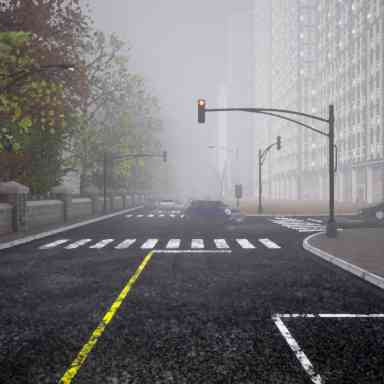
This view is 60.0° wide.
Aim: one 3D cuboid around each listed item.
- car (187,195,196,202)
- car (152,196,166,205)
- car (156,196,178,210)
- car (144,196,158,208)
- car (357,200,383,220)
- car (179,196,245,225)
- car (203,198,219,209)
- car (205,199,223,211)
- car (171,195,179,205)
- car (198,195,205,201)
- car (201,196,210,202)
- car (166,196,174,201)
[{"bbox_3d":[-0.069,1.482,78.830,2.033,1.411,5.357,0,0,0],"label":"car"},{"bbox_3d":[-5.740,1.478,58.436,1.967,1.590,4.097,0,0,0],"label":"car"},{"bbox_3d":[-3.139,1.548,42.415,1.812,1.442,4.674,0,0,0],"label":"car"},{"bbox_3d":[-5.731,1.608,47.171,1.802,1.307,4.206,0,0,0],"label":"car"},{"bbox_3d":[14.932,1.239,24.769,4.892,1.490,1.837,-1,0,0],"label":"car"},{"bbox_3d":[1.614,1.355,24.319,4.553,1.767,2.097,0,0,44],"label":"car"},{"bbox_3d":[2.649,1.592,47.178,1.947,1.339,4.313,0,0,0],"label":"car"},{"bbox_3d":[2.654,1.587,41.546,1.947,1.339,4.313,0,0,0],"label":"car"},{"bbox_3d":[-3.128,1.533,60.039,2.128,1.511,4.902,0,0,0],"label":"car"},{"bbox_3d":[2.610,1.642,92.237,2.008,1.369,4.403,0,0,0],"label":"car"},{"bbox_3d":[3.082,1.590,76.858,1.812,1.442,4.674,0,0,0],"label":"car"},{"bbox_3d":[-5.765,1.626,86.597,1.887,1.381,4.507,0,0,0],"label":"car"}]
